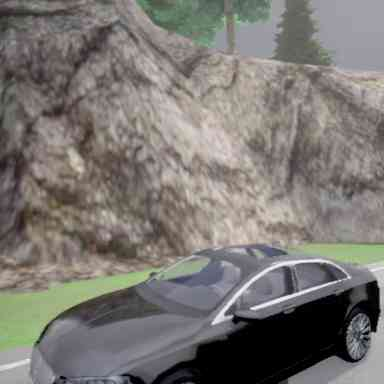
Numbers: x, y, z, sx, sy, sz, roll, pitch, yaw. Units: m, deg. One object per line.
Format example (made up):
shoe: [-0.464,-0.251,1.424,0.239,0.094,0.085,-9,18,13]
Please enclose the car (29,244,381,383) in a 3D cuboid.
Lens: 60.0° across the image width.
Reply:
car: [0.587,1.521,4.376,4.902,1.511,2.128,1,0,-35]
